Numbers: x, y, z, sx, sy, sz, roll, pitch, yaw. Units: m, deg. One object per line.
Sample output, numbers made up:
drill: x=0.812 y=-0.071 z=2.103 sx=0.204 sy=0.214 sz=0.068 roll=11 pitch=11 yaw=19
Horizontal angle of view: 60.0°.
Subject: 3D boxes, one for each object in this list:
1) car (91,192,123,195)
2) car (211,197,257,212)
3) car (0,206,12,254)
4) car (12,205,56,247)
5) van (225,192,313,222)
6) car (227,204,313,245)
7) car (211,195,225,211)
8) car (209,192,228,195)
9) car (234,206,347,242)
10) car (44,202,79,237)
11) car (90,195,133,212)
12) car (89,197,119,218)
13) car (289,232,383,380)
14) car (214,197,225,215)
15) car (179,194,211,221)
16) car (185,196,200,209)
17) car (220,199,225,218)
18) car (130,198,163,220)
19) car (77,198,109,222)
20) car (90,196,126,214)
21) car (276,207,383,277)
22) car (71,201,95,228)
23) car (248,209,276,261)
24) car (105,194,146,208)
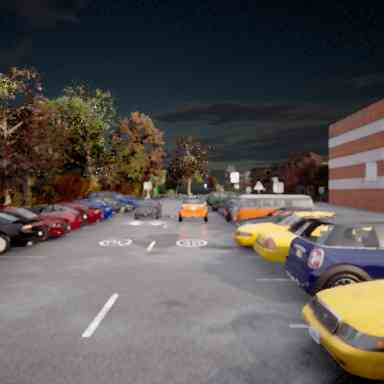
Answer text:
car: x=-8.150 y=1.017 z=35.061 sx=5.566 sy=2.045 sz=2.435 roll=0 pitch=0 yaw=0
car: x=4.398 y=1.306 z=35.282 sx=4.674 sy=1.452 sz=2.002 roll=0 pitch=0 yaw=0
car: x=-8.190 y=1.298 z=9.649 sx=4.553 sy=1.767 sz=2.185 roll=0 pitch=0 yaw=0
car: x=-8.155 y=1.406 z=12.473 sx=5.008 sy=1.535 sz=2.097 roll=0 pitch=0 yaw=0
van: x=4.288 y=1.146 z=18.324 sx=4.442 sy=1.987 sz=1.878 roll=0 pitch=0 yaw=0
car: x=4.222 y=1.402 z=12.675 sx=5.366 sy=1.575 sz=1.946 roll=0 pitch=0 yaw=0
car: x=4.402 y=1.286 z=32.454 sx=5.008 sy=1.535 sz=2.097 roll=0 pitch=0 yaw=0
car: x=4.422 y=0.994 z=38.104 sx=5.566 sy=2.045 sz=2.435 roll=0 pitch=0 yaw=0
car: x=4.409 y=1.428 z=15.500 sx=4.674 sy=1.452 sz=2.002 roll=0 pitch=0 yaw=0
car: x=-8.167 y=1.390 z=15.296 sx=5.008 sy=1.535 sz=2.097 roll=0 pitch=0 yaw=0
car: x=-8.182 y=1.288 z=32.362 sx=4.892 sy=1.521 sz=2.231 roll=0 pitch=0 yaw=0
car: x=-8.162 y=1.339 z=23.892 sx=5.008 sy=1.535 sz=2.097 roll=0 pitch=0 yaw=0
car: x=4.227 y=1.451 z=4.197 sx=5.366 sy=1.575 sz=1.946 roll=0 pitch=0 yaw=0
car: x=4.403 y=1.362 z=26.803 sx=4.674 sy=1.452 sz=2.002 roll=0 pitch=0 yaw=0
car: x=0.085 y=1.199 z=25.757 sx=2.097 sy=1.767 sz=4.553 roll=0 pitch=0 yaw=0
car: x=0.075 y=1.263 z=41.713 sx=1.812 sy=1.442 sz=4.674 roll=0 pitch=1 yaw=0
car: x=4.432 y=1.384 z=21.152 sx=4.792 sy=1.488 sz=2.163 roll=0 pitch=0 yaw=0
car: x=-3.363 y=1.350 z=26.350 sx=1.837 sy=1.490 sz=4.892 roll=0 pitch=0 yaw=0
car: x=-8.161 y=1.356 z=21.068 sx=5.008 sy=1.535 sz=2.097 roll=0 pitch=0 yaw=0
car: x=-8.165 y=1.324 z=26.716 sx=4.892 sy=1.521 sz=2.231 roll=0 pitch=0 yaw=0
car: x=4.379 y=1.312 z=7.023 sx=4.553 sy=1.767 sz=2.185 roll=0 pitch=0 yaw=0
car: x=-8.193 y=1.402 z=18.244 sx=4.792 sy=1.488 sz=2.163 roll=0 pitch=0 yaw=0
car: x=4.595 y=1.418 z=9.849 sx=5.366 sy=1.575 sz=1.946 roll=0 pitch=0 yaw=0
car: x=-8.118 y=1.093 z=40.841 sx=4.553 sy=1.767 sz=2.185 roll=0 pitch=0 yaw=0
